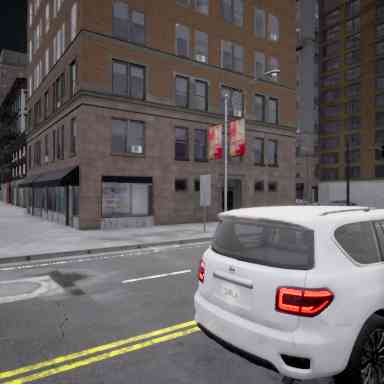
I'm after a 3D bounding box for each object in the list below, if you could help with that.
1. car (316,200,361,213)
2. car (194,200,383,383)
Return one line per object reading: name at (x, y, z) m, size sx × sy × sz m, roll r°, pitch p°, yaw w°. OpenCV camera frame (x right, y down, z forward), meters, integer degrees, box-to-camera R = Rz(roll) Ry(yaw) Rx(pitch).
car at (16.982, 1.597, 38.728) m, size 1.947 × 1.339 × 4.313 m, roll 0°, pitch 0°, yaw -35°
car at (2.645, 1.222, 5.312) m, size 5.566 × 2.045 × 2.150 m, roll 0°, pitch 0°, yaw -35°
